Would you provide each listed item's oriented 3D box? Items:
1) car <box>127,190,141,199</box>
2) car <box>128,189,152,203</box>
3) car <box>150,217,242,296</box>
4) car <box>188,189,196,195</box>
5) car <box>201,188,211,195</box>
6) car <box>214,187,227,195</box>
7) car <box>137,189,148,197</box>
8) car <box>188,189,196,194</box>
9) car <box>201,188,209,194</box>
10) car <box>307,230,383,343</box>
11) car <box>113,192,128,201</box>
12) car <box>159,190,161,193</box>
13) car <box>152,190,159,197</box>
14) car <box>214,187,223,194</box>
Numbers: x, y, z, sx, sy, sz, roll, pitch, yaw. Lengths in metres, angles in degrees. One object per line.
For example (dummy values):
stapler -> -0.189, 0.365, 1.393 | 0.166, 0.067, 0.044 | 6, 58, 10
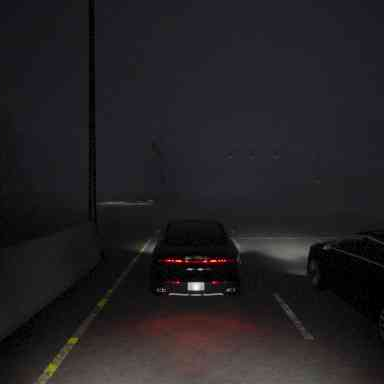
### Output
car -> -10.554, 0.380, 60.580 | 1.812, 1.442, 4.674 | 0, 1, -1
car -> -7.093, 0.672, 45.700 | 1.812, 1.442, 4.674 | 0, 1, 0
car -> 0.077, 1.379, 8.317 | 1.837, 1.490, 4.892 | 0, 1, 0
car -> 0.012, 0.038, 77.955 | 2.128, 1.511, 4.902 | 0, 1, 0
car -> 3.510, -0.182, 80.524 | 2.097, 1.767, 4.553 | 0, 1, 0
car -> 7.010, -0.157, 79.059 | 2.097, 1.767, 4.553 | 0, 1, 0
car -> -10.491, 0.177, 70.862 | 1.812, 1.442, 4.674 | 0, 1, 0
car -> 0.011, -0.149, 88.258 | 2.033, 1.411, 5.357 | 0, 1, 0
car -> 3.512, -0.239, 90.805 | 1.837, 1.490, 4.892 | 0, 1, 1
car -> 3.566, 1.413, 5.807 | 2.128, 1.511, 4.902 | 0, 1, 0
car -> -10.589, 0.655, 50.408 | 1.895, 1.301, 4.718 | 0, 1, 0
car -> -6.991, 0.235, 68.944 | 2.033, 1.411, 5.357 | 0, 1, 0
car -> -7.082, 0.568, 54.800 | 1.895, 1.301, 4.718 | 0, 1, 0
car -> 7.011, -0.444, 88.225 | 2.097, 1.767, 4.553 | 0, 1, 0
